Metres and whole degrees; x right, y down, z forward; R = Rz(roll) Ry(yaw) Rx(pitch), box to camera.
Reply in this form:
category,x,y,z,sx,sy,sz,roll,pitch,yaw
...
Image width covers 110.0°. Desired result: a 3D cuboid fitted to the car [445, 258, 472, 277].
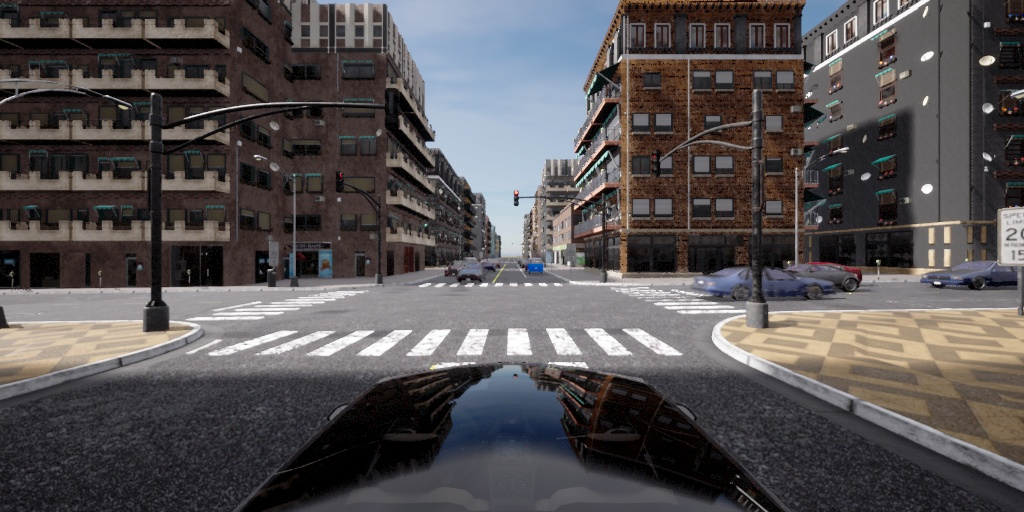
category,x,y,z,sx,sy,sz,roll,pitch,yaw
car,-5.514,1.205,35.858,1.967,1.591,4.097,0,0,0

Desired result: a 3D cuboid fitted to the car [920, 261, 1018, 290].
category,x,y,z,sx,sy,sz,roll,pitch,yaw
car,24.395,0.954,18.336,5.357,1.411,2.033,-1,0,0

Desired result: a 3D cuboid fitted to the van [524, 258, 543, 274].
category,x,y,z,sx,sy,sz,roll,pitch,yaw
van,2.615,1.107,40.835,1.690,1.789,3.998,0,0,0

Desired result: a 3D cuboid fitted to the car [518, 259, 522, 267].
category,x,y,z,sx,sy,sz,roll,pitch,yaw
car,2.453,1.338,58.201,1.948,1.339,4.313,0,0,0

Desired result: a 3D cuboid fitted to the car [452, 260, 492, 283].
category,x,y,z,sx,sy,sz,roll,pitch,yaw
car,-3.023,1.311,28.220,2.033,1.411,5.357,0,0,2

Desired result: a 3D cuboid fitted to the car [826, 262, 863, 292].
category,x,y,z,sx,sy,sz,roll,pitch,yaw
car,15.027,1.099,18.311,4.181,1.385,1.994,-1,0,0

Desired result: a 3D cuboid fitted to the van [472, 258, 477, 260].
category,x,y,z,sx,sy,sz,roll,pitch,yaw
van,-5.502,1.110,47.023,1.690,1.789,3.998,0,0,0

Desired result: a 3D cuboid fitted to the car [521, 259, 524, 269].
category,x,y,z,sx,sy,sz,roll,pitch,yaw
car,2.568,1.314,47.039,1.888,1.381,4.507,0,0,0

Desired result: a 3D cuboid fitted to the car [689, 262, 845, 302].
category,x,y,z,sx,sy,sz,roll,pitch,yaw
car,10.632,1.142,15.453,5.357,1.411,2.033,-1,0,0

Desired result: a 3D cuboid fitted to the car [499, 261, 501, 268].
category,x,y,z,sx,sy,sz,roll,pitch,yaw
car,-2.932,1.251,60.169,1.882,1.535,5.008,0,0,0

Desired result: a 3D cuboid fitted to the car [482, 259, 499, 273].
category,x,y,z,sx,sy,sz,roll,pitch,yaw
car,-2.935,1.369,44.674,1.895,1.301,4.718,0,0,0
